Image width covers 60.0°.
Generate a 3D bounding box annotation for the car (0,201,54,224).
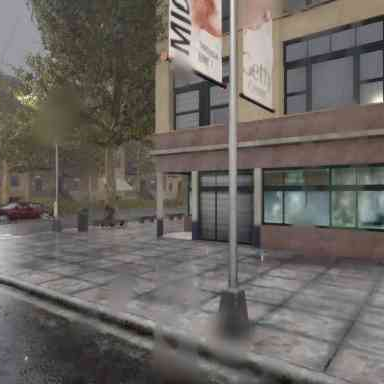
[{"bbox_3d":[-12.944,1.477,25.059,1.882,1.535,5.008,0,0,36],"label":"car"}]
